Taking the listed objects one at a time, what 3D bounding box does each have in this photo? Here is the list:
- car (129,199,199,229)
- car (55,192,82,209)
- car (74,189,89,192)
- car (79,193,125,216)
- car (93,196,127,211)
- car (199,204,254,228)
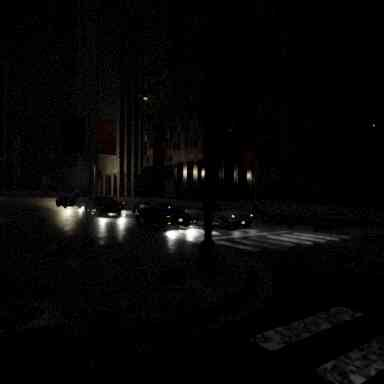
[{"bbox_3d":[-1.777,1.337,19.859,1.994,1.385,4.181,0,1,-35],"label":"car"},{"bbox_3d":[-13.705,1.056,36.893,2.033,1.411,5.357,0,1,-35],"label":"car"},{"bbox_3d":[-21.984,0.407,66.029,2.150,2.045,5.566,0,0,-35],"label":"car"},{"bbox_3d":[-7.632,1.120,28.220,1.882,1.535,5.008,0,1,-35],"label":"car"},{"bbox_3d":[-8.865,1.172,35.655,1.895,1.301,4.718,0,1,-35],"label":"car"},{"bbox_3d":[1.630,1.404,20.688,1.895,1.301,4.718,0,1,-36],"label":"car"}]
